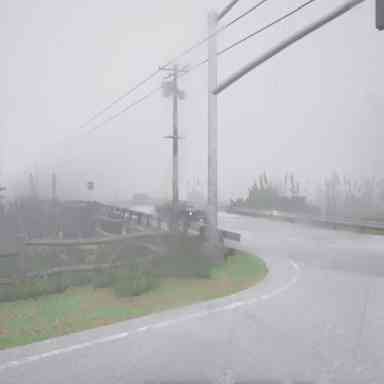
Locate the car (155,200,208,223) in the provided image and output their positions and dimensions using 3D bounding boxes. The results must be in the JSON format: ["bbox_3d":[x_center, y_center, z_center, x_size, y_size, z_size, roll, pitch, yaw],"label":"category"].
[{"bbox_3d":[-0.591,1.245,21.571,1.895,1.301,4.718,0,3,-32],"label":"car"}]
